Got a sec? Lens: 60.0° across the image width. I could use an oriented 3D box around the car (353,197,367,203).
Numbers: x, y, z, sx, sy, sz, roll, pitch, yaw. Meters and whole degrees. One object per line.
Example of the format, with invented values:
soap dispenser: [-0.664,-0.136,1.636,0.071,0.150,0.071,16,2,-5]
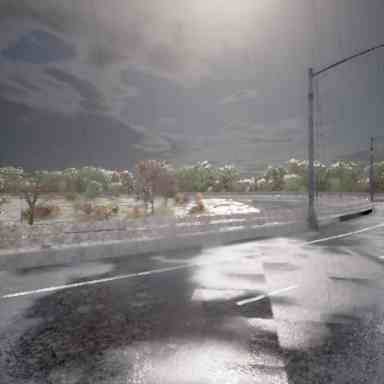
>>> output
car: [39.807,1.822,78.753,2.033,1.411,5.357,0,0,5]
